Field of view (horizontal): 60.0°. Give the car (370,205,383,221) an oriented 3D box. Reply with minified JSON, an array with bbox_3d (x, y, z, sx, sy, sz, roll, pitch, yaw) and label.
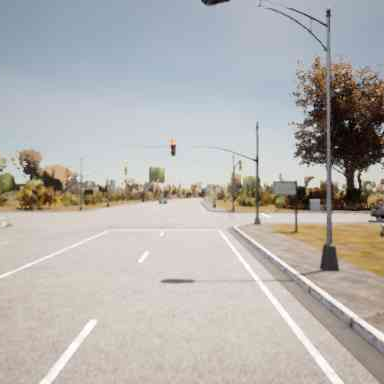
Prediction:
[{"bbox_3d":[17.599,1.736,27.876,4.902,1.511,2.128,0,-1,3],"label":"car"}]

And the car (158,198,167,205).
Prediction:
[{"bbox_3d":[-7.057,2.291,80.565,2.128,1.511,4.902,0,-1,0],"label":"car"}]
